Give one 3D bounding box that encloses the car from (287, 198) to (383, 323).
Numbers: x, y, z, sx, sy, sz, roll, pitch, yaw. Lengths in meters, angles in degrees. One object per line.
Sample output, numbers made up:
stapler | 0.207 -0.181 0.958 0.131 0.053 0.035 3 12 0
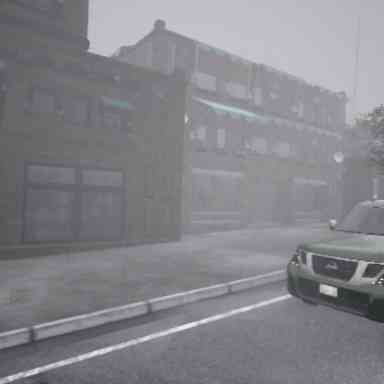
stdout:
car | 4.377 1.153 6.803 5.566 2.045 2.150 -1 0 -35
